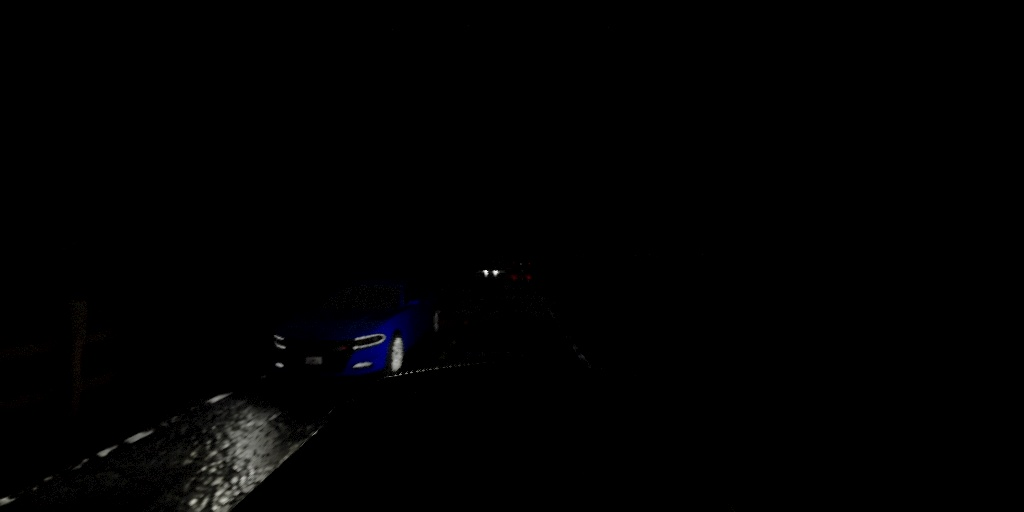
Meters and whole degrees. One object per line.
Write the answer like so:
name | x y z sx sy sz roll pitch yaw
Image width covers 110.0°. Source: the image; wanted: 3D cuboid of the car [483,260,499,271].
car | -2.825 1.300 49.294 1.994 1.385 4.181 0 0 0

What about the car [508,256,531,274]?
car | 0.960 0.964 41.305 2.150 2.045 5.566 0 0 0

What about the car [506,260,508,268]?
car | -0.002 1.207 60.425 1.882 1.535 5.008 0 0 0

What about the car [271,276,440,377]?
car | -2.851 1.227 7.651 1.882 1.535 5.008 0 0 0
